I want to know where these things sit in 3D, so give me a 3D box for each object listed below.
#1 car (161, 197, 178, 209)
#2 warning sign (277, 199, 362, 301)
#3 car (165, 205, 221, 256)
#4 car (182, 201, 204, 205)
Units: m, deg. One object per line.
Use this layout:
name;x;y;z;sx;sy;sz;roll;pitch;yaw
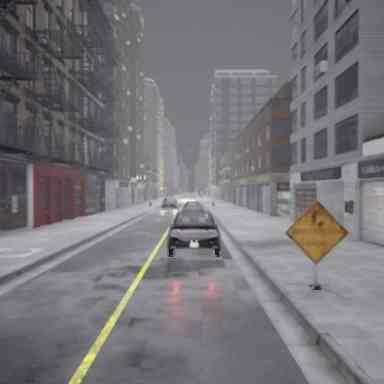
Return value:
car;-2.864;1.384;42.789;1.882;1.535;5.008;0;0;0
warning sign;2.519;1.100;6.763;1.300;1.860;1.060;0;0;0
car;0.078;1.462;12.971;2.128;1.511;4.902;0;0;0
car;0.070;1.501;28.830;1.994;1.385;4.181;0;0;0
